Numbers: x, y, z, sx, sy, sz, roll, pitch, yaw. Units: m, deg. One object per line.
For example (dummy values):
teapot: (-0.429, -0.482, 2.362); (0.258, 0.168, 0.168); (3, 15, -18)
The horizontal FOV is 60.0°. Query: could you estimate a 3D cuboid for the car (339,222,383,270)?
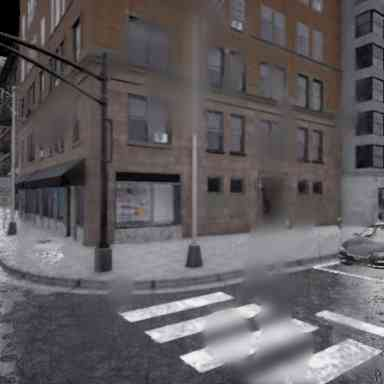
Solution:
car: (6.537, 1.678, 10.835); (4.403, 1.369, 2.008); (1, -1, -35)
